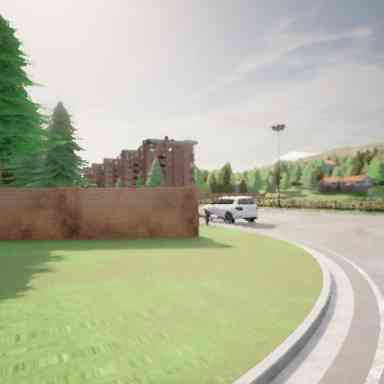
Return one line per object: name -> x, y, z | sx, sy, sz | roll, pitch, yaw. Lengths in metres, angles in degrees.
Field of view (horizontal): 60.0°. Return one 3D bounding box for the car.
car -> 2.946, 1.391, 26.473 | 2.150, 2.045, 5.566 | 0, -1, -28
